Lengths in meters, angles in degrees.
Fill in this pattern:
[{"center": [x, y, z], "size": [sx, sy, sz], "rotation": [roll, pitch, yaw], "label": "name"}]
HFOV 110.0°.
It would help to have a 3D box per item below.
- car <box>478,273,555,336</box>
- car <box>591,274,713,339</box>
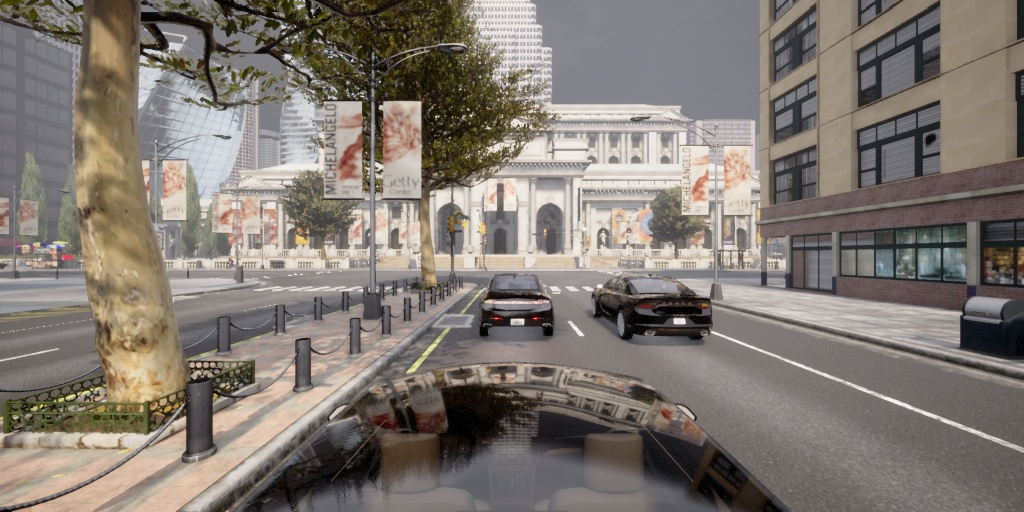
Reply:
[{"center": [0.080, 1.242, 10.332], "size": [2.128, 1.511, 4.902], "rotation": [0, 0, -1], "label": "car"}, {"center": [3.565, 1.228, 10.065], "size": [1.882, 1.535, 5.008], "rotation": [0, 0, 0], "label": "car"}]
